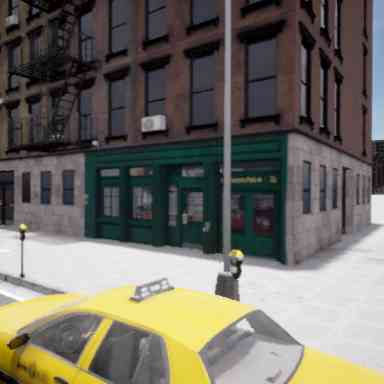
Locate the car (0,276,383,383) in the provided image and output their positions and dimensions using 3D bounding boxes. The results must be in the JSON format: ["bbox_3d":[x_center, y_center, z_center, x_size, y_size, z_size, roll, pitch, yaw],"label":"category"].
[{"bbox_3d":[-0.586,1.511,3.229,4.829,1.417,1.752,0,0,36],"label":"car"}]
